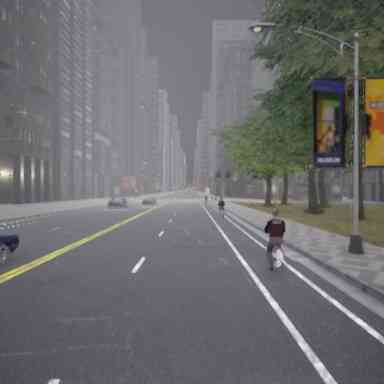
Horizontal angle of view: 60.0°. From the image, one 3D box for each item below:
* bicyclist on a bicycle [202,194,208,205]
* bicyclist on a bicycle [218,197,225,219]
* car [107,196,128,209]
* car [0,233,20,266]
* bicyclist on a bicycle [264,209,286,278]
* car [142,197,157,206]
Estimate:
[{"bbox_3d":[2.337,1.320,54.009,0.582,1.620,1.656,0,0,-1],"label":"bicyclist on a bicycle"},{"bbox_3d":[2.355,1.291,26.594,0.659,1.776,1.843,0,0,-1],"label":"bicyclist on a bicycle"},{"bbox_3d":[-9.818,1.357,44.161,1.882,1.535,5.008,0,0,0],"label":"car"},{"bbox_3d":[-6.596,1.575,8.713,1.895,1.301,4.718,0,0,0],"label":"car"},{"bbox_3d":[2.241,1.344,9.145,0.659,1.776,1.843,0,0,0],"label":"bicyclist on a bicycle"},{"bbox_3d":[-6.545,1.417,51.723,2.033,1.411,5.357,0,0,0],"label":"car"}]
